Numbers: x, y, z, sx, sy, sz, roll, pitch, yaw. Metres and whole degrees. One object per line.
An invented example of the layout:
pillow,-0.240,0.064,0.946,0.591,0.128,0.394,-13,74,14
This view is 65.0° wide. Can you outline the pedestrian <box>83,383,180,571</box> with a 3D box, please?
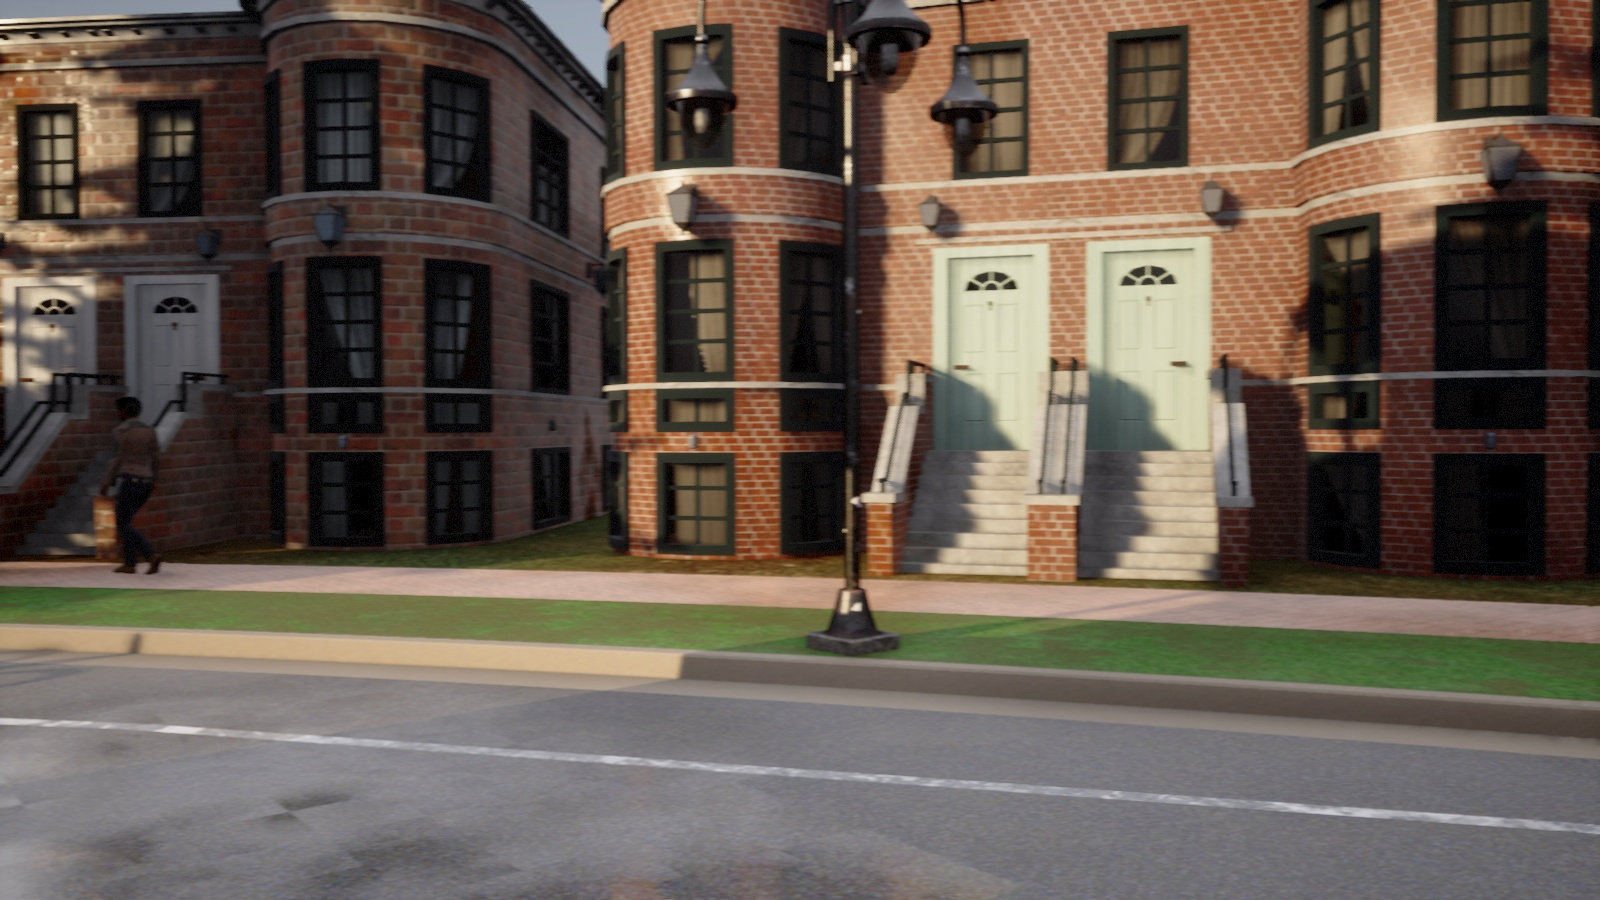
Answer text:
pedestrian,-6.582,0.255,12.361,0.869,1.805,0.328,1,1,18
